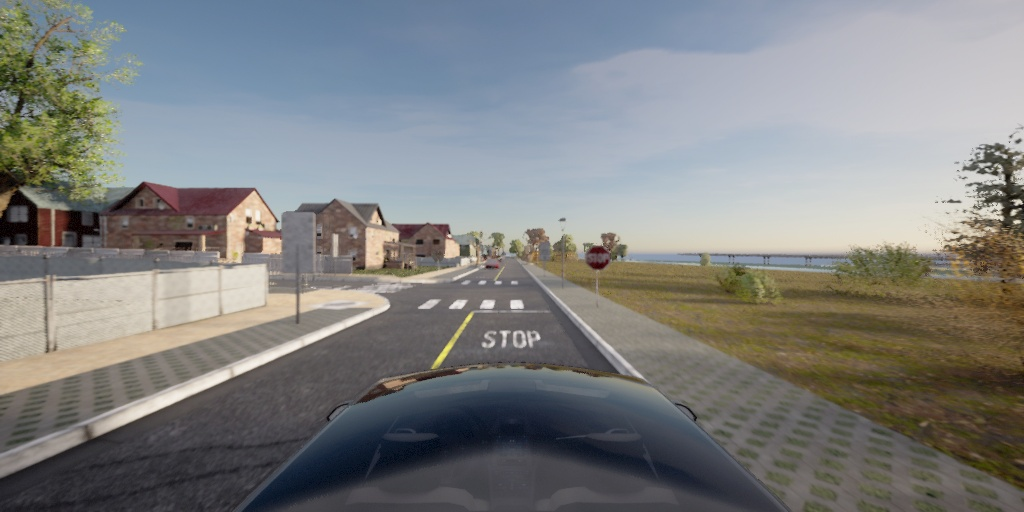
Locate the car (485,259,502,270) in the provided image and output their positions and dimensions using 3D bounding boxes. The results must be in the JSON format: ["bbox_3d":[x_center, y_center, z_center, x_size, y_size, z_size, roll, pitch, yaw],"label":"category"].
[{"bbox_3d":[-2.754,1.167,50.582,1.882,1.535,5.008,0,1,0],"label":"car"}]
